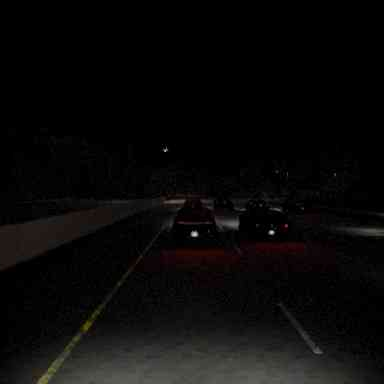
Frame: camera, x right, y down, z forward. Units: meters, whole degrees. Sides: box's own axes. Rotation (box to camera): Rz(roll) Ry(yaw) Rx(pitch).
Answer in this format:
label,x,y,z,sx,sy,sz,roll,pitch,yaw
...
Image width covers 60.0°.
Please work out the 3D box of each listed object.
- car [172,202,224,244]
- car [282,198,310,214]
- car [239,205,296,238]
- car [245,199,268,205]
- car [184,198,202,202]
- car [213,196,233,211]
label,x,y,z,sx,sy,sz,roll,pitch,yaw
car,0.109,1.440,15.494,2.128,1.511,4.902,0,0,0
car,10.622,1.388,34.302,2.128,1.511,4.902,0,0,0
car,3.612,1.545,17.305,1.895,1.301,4.718,0,0,0
car,7.122,1.436,36.950,2.033,1.411,5.357,0,0,0
car,0.122,1.367,36.823,1.882,1.535,5.008,0,0,0
car,3.620,1.233,39.323,2.097,1.767,4.553,0,0,0
